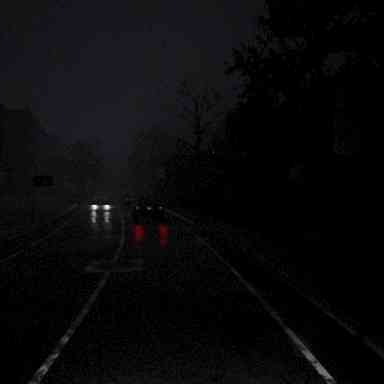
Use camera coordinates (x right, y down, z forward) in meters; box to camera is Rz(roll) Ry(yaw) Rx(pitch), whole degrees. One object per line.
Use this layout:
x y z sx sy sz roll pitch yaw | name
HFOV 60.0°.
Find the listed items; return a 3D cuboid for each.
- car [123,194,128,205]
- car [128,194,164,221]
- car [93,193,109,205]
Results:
-7.670 0.898 42.118 2.033 1.411 5.357 1 1 -14 | car
-3.329 1.099 24.435 2.097 1.767 4.553 1 1 -13 | car
-11.271 0.817 41.324 1.812 1.442 4.674 1 1 -14 | car
